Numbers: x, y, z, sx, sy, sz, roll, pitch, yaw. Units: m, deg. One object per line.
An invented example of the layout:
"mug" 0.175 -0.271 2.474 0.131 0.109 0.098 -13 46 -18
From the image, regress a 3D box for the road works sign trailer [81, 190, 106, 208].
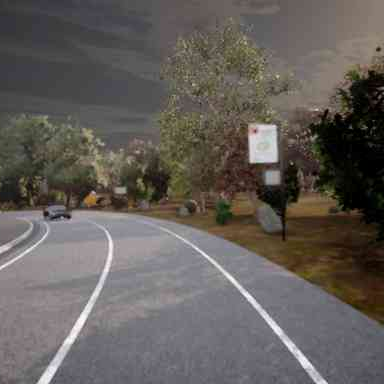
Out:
"road works sign trailer" -14.748 1.445 51.748 2.880 2.380 3.560 44 7 6

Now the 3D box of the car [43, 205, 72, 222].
"car" -12.683 1.927 31.141 2.033 1.411 5.357 -3 0 -32
